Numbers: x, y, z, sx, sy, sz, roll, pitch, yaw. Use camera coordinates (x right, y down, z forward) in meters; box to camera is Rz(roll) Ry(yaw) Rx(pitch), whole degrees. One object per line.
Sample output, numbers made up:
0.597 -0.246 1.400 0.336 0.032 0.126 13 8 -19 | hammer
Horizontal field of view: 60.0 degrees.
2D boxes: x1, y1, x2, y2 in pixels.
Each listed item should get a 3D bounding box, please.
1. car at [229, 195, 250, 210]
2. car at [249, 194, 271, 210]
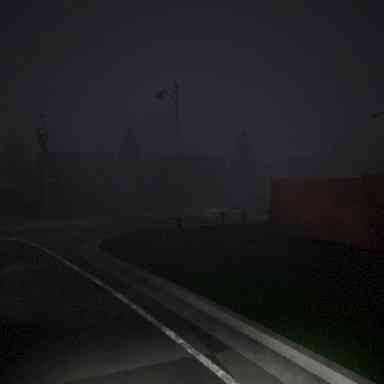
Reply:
6.395 1.063 35.671 5.008 1.535 1.882 -2 1 -21 | car
8.200 1.148 32.613 4.181 1.385 1.994 -1 1 -21 | car
